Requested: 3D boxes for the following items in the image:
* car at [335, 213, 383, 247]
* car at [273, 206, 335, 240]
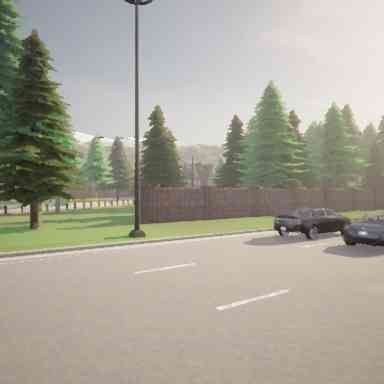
[{"bbox_3d":[8.269,1.569,14.066,4.181,1.385,1.994,0,0,-35],"label":"car"},{"bbox_3d":[6.236,1.492,16.916,4.902,1.511,2.128,0,0,-35],"label":"car"}]
